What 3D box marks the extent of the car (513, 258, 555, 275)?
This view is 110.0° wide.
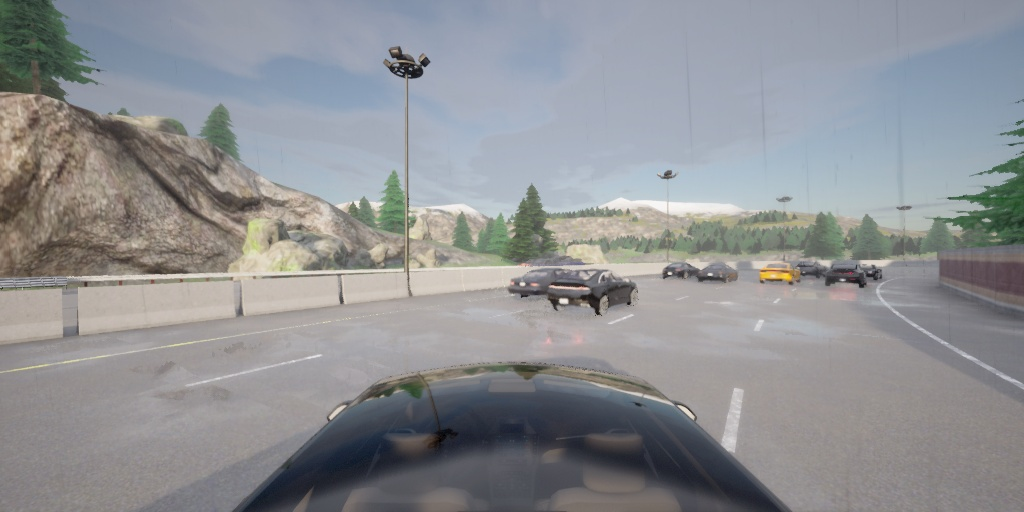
[{"bbox_3d":[2.445,1.102,39.115,4.553,1.767,2.097,0,0,-44],"label":"car"}]

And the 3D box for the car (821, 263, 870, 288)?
[{"bbox_3d":[22.478,1.255,24.108,4.892,1.490,1.837,0,0,-43],"label":"car"}]

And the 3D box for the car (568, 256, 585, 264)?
[{"bbox_3d":[7.913,1.101,48.918,4.553,1.767,2.097,0,0,-41],"label":"car"}]

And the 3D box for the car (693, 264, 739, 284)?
[{"bbox_3d":[15.868,1.313,27.513,4.181,1.385,1.994,0,0,-45],"label":"car"}]

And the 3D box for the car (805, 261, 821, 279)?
[{"bbox_3d":[27.685,1.242,33.218,4.902,1.511,2.128,0,0,-39],"label":"car"}]

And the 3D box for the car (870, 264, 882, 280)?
[{"bbox_3d":[30.416,1.351,30.944,4.718,1.301,1.895,0,0,-39],"label":"car"}]

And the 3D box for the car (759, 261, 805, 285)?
[{"bbox_3d":[19.747,1.228,26.340,5.008,1.535,1.882,0,0,-44],"label":"car"}]

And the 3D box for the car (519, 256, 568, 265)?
[{"bbox_3d":[2.990,1.102,34.697,2.097,1.767,4.553,0,0,45],"label":"car"}]

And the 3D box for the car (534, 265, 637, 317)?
[{"bbox_3d":[3.162,1.241,13.467,2.128,1.511,4.902,0,0,38],"label":"car"}]

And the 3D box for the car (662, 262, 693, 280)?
[{"bbox_3d":[14.782,1.276,31.299,4.674,1.442,1.812,0,0,-43],"label":"car"}]

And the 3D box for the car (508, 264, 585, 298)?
[{"bbox_3d":[2.053,1.297,17.736,2.033,1.411,5.357,0,0,39],"label":"car"}]
